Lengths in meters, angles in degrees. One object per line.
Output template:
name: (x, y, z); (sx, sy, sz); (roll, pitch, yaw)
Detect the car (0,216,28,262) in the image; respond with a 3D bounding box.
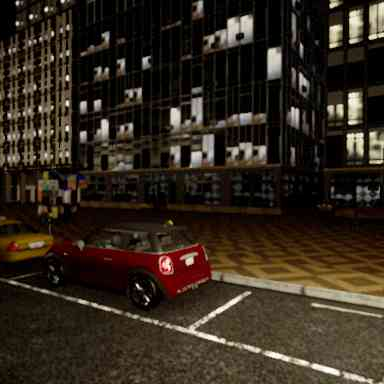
car: (-6.450, 1.487, 10.905); (4.829, 1.417, 1.752); (0, 0, 33)

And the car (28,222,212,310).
car: (-1.674, 1.420, 7.799); (4.097, 1.590, 1.967); (0, 0, 33)
